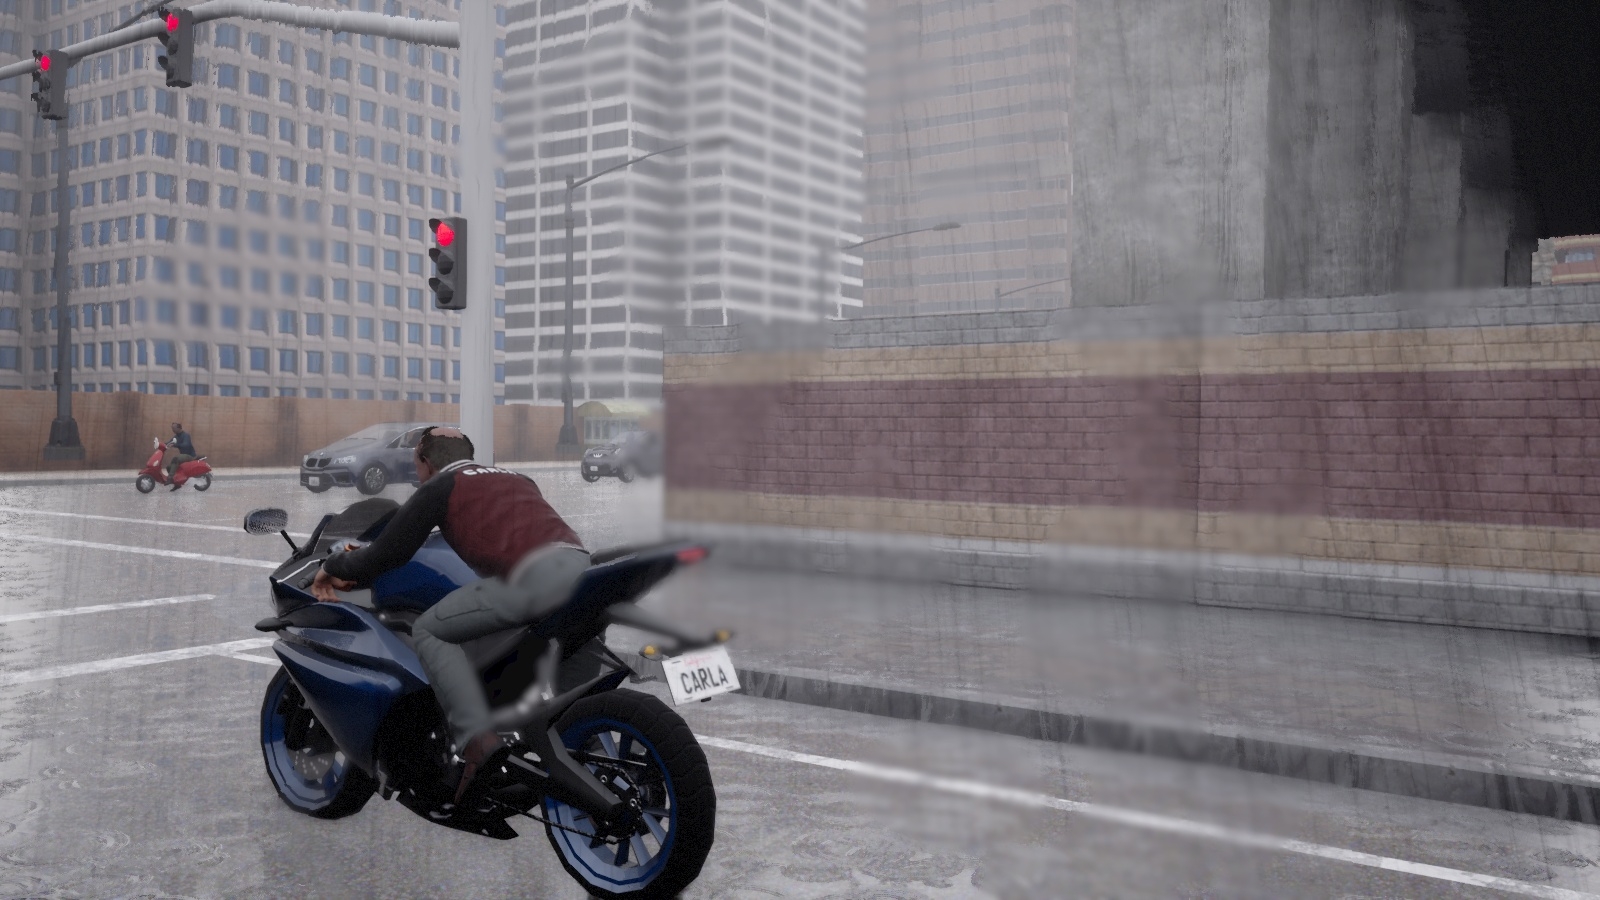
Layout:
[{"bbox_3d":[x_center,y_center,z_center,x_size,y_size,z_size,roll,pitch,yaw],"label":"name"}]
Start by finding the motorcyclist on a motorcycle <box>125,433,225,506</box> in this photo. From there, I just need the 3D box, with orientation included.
[{"bbox_3d":[-14.162,0.424,28.516,0.866,1.590,1.817,0,1,34],"label":"motorcyclist on a motorcycle"}]

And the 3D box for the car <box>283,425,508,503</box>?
[{"bbox_3d":[-9.350,0.259,29.396,2.242,1.667,4.611,0,1,34],"label":"car"}]

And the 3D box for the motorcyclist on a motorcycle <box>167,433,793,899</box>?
[{"bbox_3d":[-1.183,0.717,4.409,2.191,1.530,0.866,0,1,34],"label":"motorcyclist on a motorcycle"}]

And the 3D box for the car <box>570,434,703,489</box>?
[{"bbox_3d":[-4.681,0.292,36.289,1.845,1.501,3.633,0,1,34],"label":"car"}]
